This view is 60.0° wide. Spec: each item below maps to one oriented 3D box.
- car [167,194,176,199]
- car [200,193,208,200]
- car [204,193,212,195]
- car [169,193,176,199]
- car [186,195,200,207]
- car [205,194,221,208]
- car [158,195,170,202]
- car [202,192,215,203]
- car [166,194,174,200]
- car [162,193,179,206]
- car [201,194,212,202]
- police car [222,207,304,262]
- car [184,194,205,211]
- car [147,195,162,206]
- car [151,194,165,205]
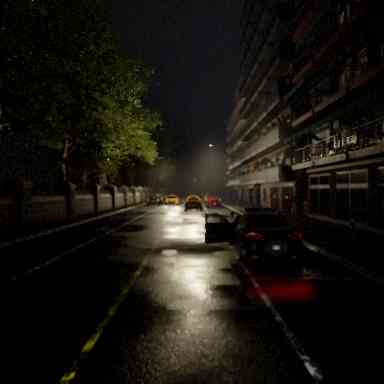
[{"bbox_3d":[-5.403,1.146,88.372,2.008,1.369,4.403,0,0,0],"label":"car"},{"bbox_3d":[2.958,1.058,82.715,1.967,1.590,4.097,0,0,0],"label":"car"},{"bbox_3d":[2.848,1.303,48.935,1.887,1.381,4.507,0,0,0],"label":"car"},{"bbox_3d":[-5.386,1.102,93.833,1.752,1.417,4.829,0,0,0],"label":"car"},{"bbox_3d":[0.157,1.238,48.282,1.882,1.535,5.008,0,0,0],"label":"car"},{"bbox_3d":[2.830,1.327,43.304,1.887,1.381,4.507,0,0,0],"label":"car"},{"bbox_3d":[-5.477,1.234,65.852,2.008,1.369,4.403,0,0,0],"label":"car"},{"bbox_3d":[2.884,1.025,60.193,2.192,1.841,5.009,0,0,0],"label":"car"},{"bbox_3d":[-5.423,1.142,82.572,1.752,1.417,4.829,0,0,0],"label":"car"},{"bbox_3d":[-2.853,1.236,48.598,1.882,1.535,5.008,0,0,0],"label":"car"},{"bbox_3d":[2.903,1.126,65.825,1.967,1.590,4.097,0,0,0],"label":"car"},{"bbox_3d":[2.405,1.361,12.024,1.930,1.638,5.238,0,0,0],"label":"police car"},{"bbox_3d":[0.177,1.290,36.729,1.882,1.535,5.008,0,0,1],"label":"car"},{"bbox_3d":[-5.533,1.196,48.961,1.967,1.590,4.097,0,0,0],"label":"car"},{"bbox_3d":[-5.515,1.172,54.590,1.967,1.590,4.097,0,0,0],"label":"car"}]
